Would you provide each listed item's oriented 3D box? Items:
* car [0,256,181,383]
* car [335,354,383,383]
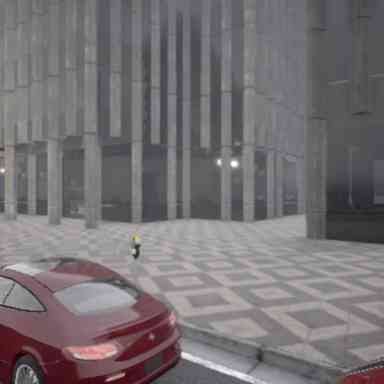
[{"bbox_3d":[-2.068,1.571,4.554,4.206,1.307,1.802,0,0,35],"label":"car"},{"bbox_3d":[2.526,1.444,1.280,4.097,1.590,1.967,0,0,35],"label":"car"}]
